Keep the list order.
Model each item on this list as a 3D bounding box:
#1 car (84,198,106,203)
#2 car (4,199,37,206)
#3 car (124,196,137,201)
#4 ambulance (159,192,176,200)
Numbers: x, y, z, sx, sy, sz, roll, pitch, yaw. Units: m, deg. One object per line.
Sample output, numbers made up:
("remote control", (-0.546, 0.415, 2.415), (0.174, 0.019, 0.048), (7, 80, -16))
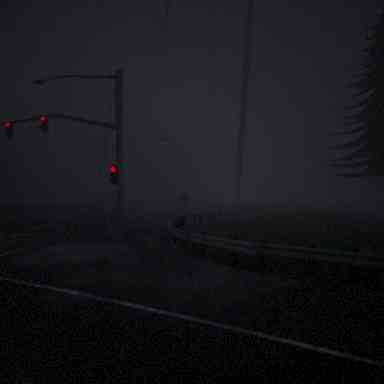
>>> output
("car", (-18.795, 1.860, 64.662), (2.128, 1.511, 4.902), (-1, 0, 26))
("car", (-26.102, 1.900, 50.766), (2.128, 1.511, 4.902), (-1, 0, 29))
("car", (-14.553, 1.721, 78.971), (1.837, 1.490, 4.892), (-1, 0, 10))
("ambulance", (-5.293, 1.279, 71.730), (2.351, 2.431, 6.366), (-1, 0, 14))
